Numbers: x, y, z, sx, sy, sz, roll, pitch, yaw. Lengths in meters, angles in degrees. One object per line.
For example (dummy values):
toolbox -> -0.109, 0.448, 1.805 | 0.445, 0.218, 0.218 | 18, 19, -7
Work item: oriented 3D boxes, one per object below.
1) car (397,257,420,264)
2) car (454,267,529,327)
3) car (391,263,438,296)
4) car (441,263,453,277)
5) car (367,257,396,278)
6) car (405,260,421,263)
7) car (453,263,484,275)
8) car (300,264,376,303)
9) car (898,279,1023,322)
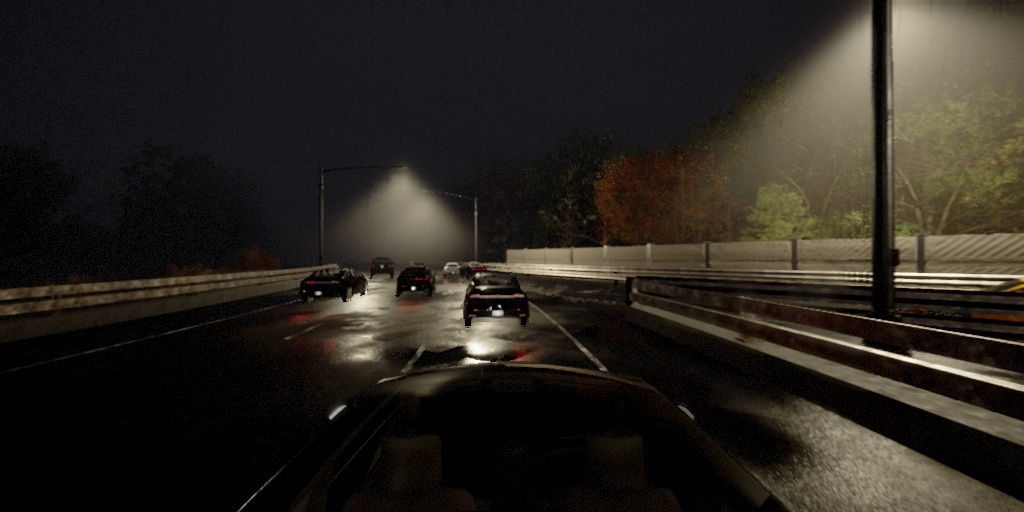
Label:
car -> -17.168, 1.222, 60.602 | 2.150, 2.045, 5.566 | 0, -1, -33
car -> -0.591, 1.283, 11.775 | 2.128, 1.511, 4.902 | 0, 0, -5
car -> -5.273, 1.333, 19.958 | 1.837, 1.490, 4.892 | 0, 0, -10
car -> -6.326, 1.427, 37.705 | 1.812, 1.442, 4.674 | 0, 0, -13
car -> -13.222, 1.128, 36.487 | 2.150, 2.045, 5.566 | 0, 0, -20
car -> -9.795, 1.409, 37.200 | 1.837, 1.490, 4.892 | 0, 0, -19
car -> -3.726, 1.371, 33.515 | 2.128, 1.511, 4.902 | 0, -1, -19
car -> -8.318, 1.314, 17.124 | 2.128, 1.511, 4.902 | 0, 0, -8
car -> 12.877, 1.238, 8.548 | 1.882, 1.535, 5.008 | 0, 0, -42
